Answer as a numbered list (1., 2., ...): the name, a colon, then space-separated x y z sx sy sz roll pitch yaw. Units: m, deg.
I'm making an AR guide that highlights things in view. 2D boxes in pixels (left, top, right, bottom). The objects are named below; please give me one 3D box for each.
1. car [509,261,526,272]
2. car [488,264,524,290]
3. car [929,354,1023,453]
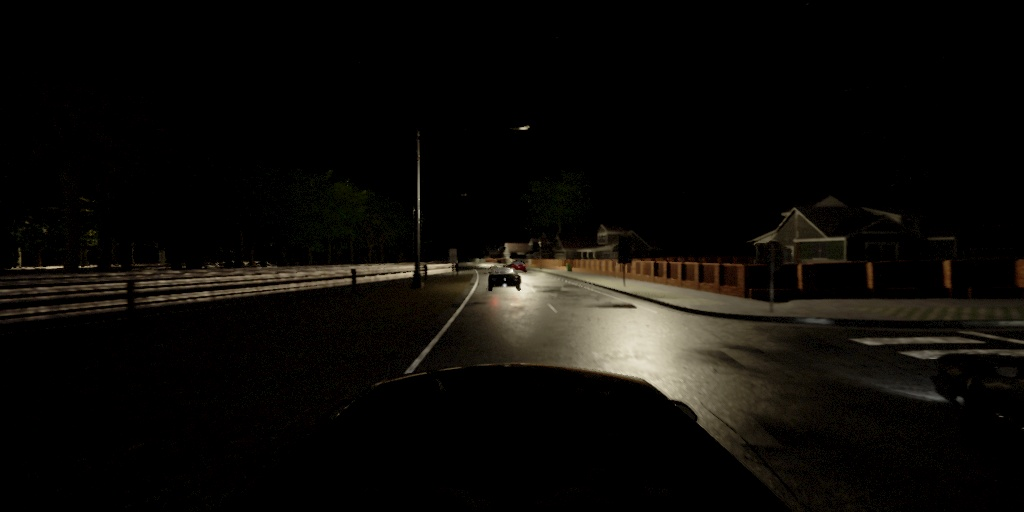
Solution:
1. car: 0.645 1.397 47.582 1.994 1.385 4.181 0 0 -7
2. car: -0.532 1.355 22.340 1.895 1.301 4.718 0 0 -3
3. car: 4.951 1.288 2.013 2.033 1.411 5.357 -1 0 29
